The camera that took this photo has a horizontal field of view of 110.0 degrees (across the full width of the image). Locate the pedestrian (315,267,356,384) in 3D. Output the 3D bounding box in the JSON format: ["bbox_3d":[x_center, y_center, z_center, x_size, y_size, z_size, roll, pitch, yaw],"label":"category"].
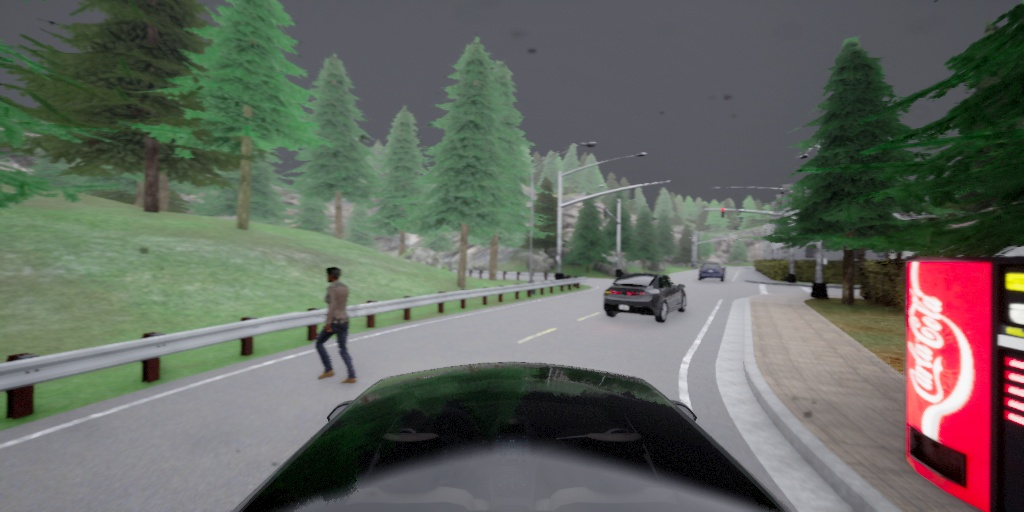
[{"bbox_3d":[-2.740,1.026,5.525,0.375,1.860,0.375,1,0,17],"label":"pedestrian"}]

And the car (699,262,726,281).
[{"bbox_3d":[19.599,1.455,35.029,2.097,1.767,4.553,1,0,33],"label":"car"}]

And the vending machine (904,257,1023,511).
[{"bbox_3d":[3.925,0.996,2.740,1.100,2.100,0.880,0,0,14],"label":"vending machine"}]

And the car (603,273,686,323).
[{"bbox_3d":[4.876,1.354,12.873,1.837,1.490,4.892,1,0,37],"label":"car"}]
